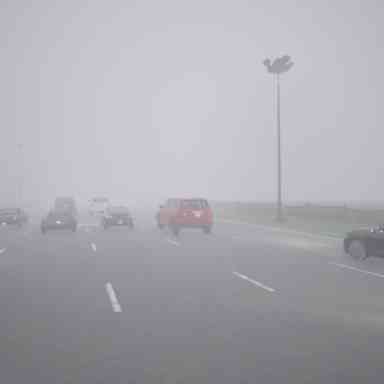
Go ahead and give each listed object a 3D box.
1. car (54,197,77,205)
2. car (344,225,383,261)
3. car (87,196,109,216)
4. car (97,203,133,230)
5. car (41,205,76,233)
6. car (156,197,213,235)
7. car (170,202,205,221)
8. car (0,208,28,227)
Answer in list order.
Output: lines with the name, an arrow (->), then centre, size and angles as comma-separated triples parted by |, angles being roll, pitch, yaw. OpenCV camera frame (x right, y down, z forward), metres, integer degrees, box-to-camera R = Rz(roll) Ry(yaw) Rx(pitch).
car -> -13.673, 1.532, 35.968 | 2.150, 2.045, 5.566 | 0, 0, -20
car -> 6.745, 1.493, 9.805 | 2.128, 1.511, 4.902 | 0, 0, -20
car -> -10.403, 1.514, 37.221 | 2.150, 2.045, 5.566 | 0, 0, -19
car -> -5.152, 1.692, 22.412 | 1.812, 1.442, 4.674 | 0, -1, -19
car -> -8.419, 1.746, 21.151 | 1.994, 1.385, 4.181 | 0, -1, -20
car -> -0.593, 1.340, 20.020 | 2.150, 2.045, 5.566 | 0, 0, -19
car -> -0.520, 1.699, 30.263 | 1.812, 1.442, 4.674 | 0, 0, -20
car -> -13.252, 1.840, 24.319 | 1.895, 1.301, 4.718 | 0, 0, -20
